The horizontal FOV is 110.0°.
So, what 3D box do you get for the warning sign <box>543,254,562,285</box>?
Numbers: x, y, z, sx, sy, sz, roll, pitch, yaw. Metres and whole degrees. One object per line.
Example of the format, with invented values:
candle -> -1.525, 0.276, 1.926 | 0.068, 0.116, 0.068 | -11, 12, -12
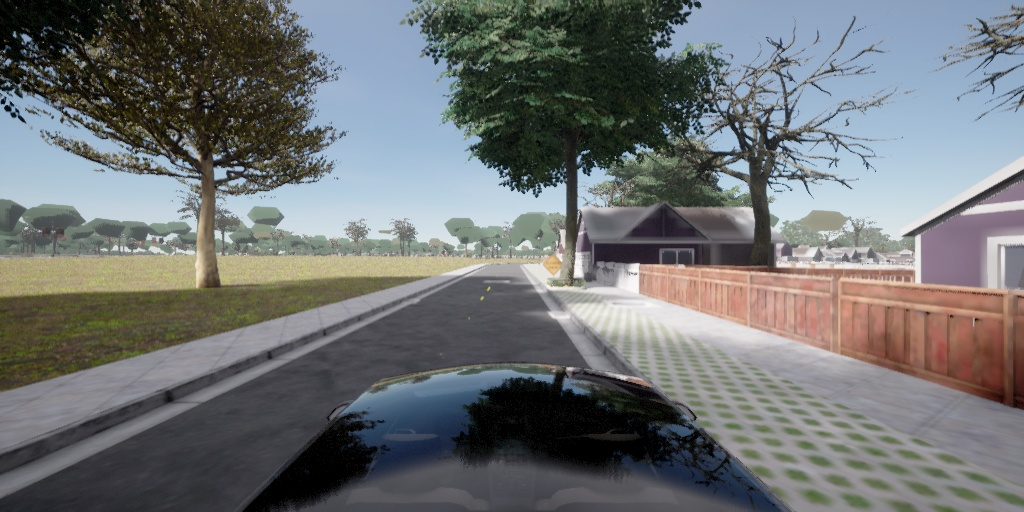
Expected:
warning sign -> 2.517, 0.826, 21.653 | 1.300, 1.860, 1.060 | 0, 0, 0
